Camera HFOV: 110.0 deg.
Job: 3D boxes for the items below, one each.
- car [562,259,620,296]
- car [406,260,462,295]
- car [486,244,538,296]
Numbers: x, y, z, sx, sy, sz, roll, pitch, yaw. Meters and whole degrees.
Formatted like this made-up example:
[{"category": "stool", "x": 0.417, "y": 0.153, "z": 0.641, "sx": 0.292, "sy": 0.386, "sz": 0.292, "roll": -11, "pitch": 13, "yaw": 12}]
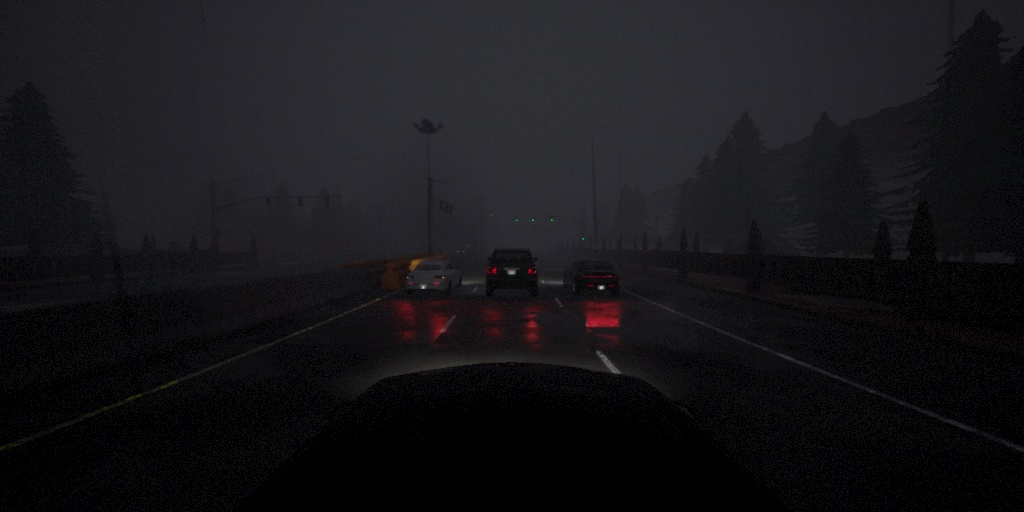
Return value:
[{"category": "car", "x": 3.507, "y": 0.887, "z": 16.425, "sx": 1.837, "sy": 1.490, "sz": 4.892, "roll": 0, "pitch": 2, "yaw": 0}, {"category": "car", "x": -3.493, "y": 0.902, "z": 16.463, "sx": 1.812, "sy": 1.442, "sz": 4.674, "roll": 0, "pitch": 2, "yaw": 0}, {"category": "car", "x": 0.007, "y": 0.627, "z": 16.464, "sx": 2.150, "sy": 2.045, "sz": 5.566, "roll": 0, "pitch": 2, "yaw": 0}]
